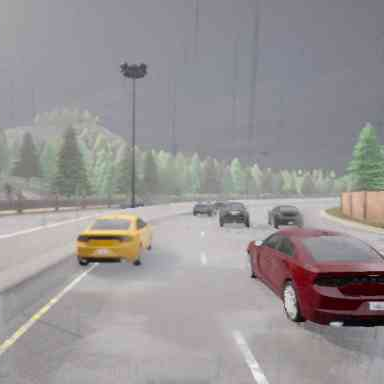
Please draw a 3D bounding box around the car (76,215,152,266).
[{"bbox_3d":[-2.557,1.558,11.932,1.882,1.535,5.008,0,0,-1],"label":"car"}]

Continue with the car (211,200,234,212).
[{"bbox_3d":[4.230,1.867,45.030,1.837,1.490,4.892,0,0,21],"label":"car"}]

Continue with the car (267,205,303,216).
[{"bbox_3d":[6.489,1.713,23.293,1.837,1.490,4.892,0,-1,6],"label":"car"}]

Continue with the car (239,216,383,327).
[{"bbox_3d":[2.578,1.547,7.392,1.882,1.535,5.008,0,0,-4],"label":"car"}]

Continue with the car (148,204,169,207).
[{"bbox_3d":[-4.914,1.867,50.556,1.837,1.490,4.892,0,-1,21],"label":"car"}]

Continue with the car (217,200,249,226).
[{"bbox_3d":[3.213,1.559,25.133,2.097,1.767,4.553,0,0,7],"label":"car"}]

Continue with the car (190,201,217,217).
[{"bbox_3d":[1.424,1.765,35.098,2.128,1.511,4.902,0,0,14],"label":"car"}]
